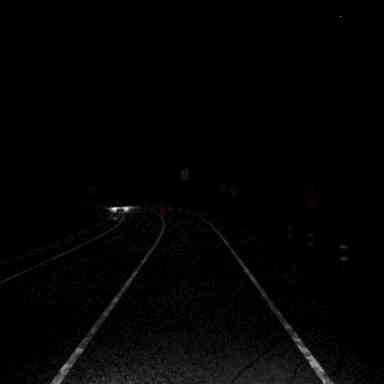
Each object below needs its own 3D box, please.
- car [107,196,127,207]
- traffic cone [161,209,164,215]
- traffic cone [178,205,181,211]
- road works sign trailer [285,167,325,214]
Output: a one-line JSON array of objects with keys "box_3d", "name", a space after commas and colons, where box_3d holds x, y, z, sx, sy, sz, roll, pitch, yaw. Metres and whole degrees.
[{"box_3d": [-10.616, 1.303, 46.806, 1.837, 1.490, 4.892, -3, 1, -27], "name": "car"}, {"box_3d": [-2.489, 1.890, 29.718, 0.340, 0.580, 0.340, -1, 1, -8], "name": "traffic cone"}, {"box_3d": [-1.360, 1.728, 35.928, 0.340, 0.580, 0.340, -1, 1, -8], "name": "traffic cone"}, {"box_3d": [8.962, -0.262, 25.439, 2.880, 2.380, 3.560, 18, -22, 3], "name": "road works sign trailer"}]
